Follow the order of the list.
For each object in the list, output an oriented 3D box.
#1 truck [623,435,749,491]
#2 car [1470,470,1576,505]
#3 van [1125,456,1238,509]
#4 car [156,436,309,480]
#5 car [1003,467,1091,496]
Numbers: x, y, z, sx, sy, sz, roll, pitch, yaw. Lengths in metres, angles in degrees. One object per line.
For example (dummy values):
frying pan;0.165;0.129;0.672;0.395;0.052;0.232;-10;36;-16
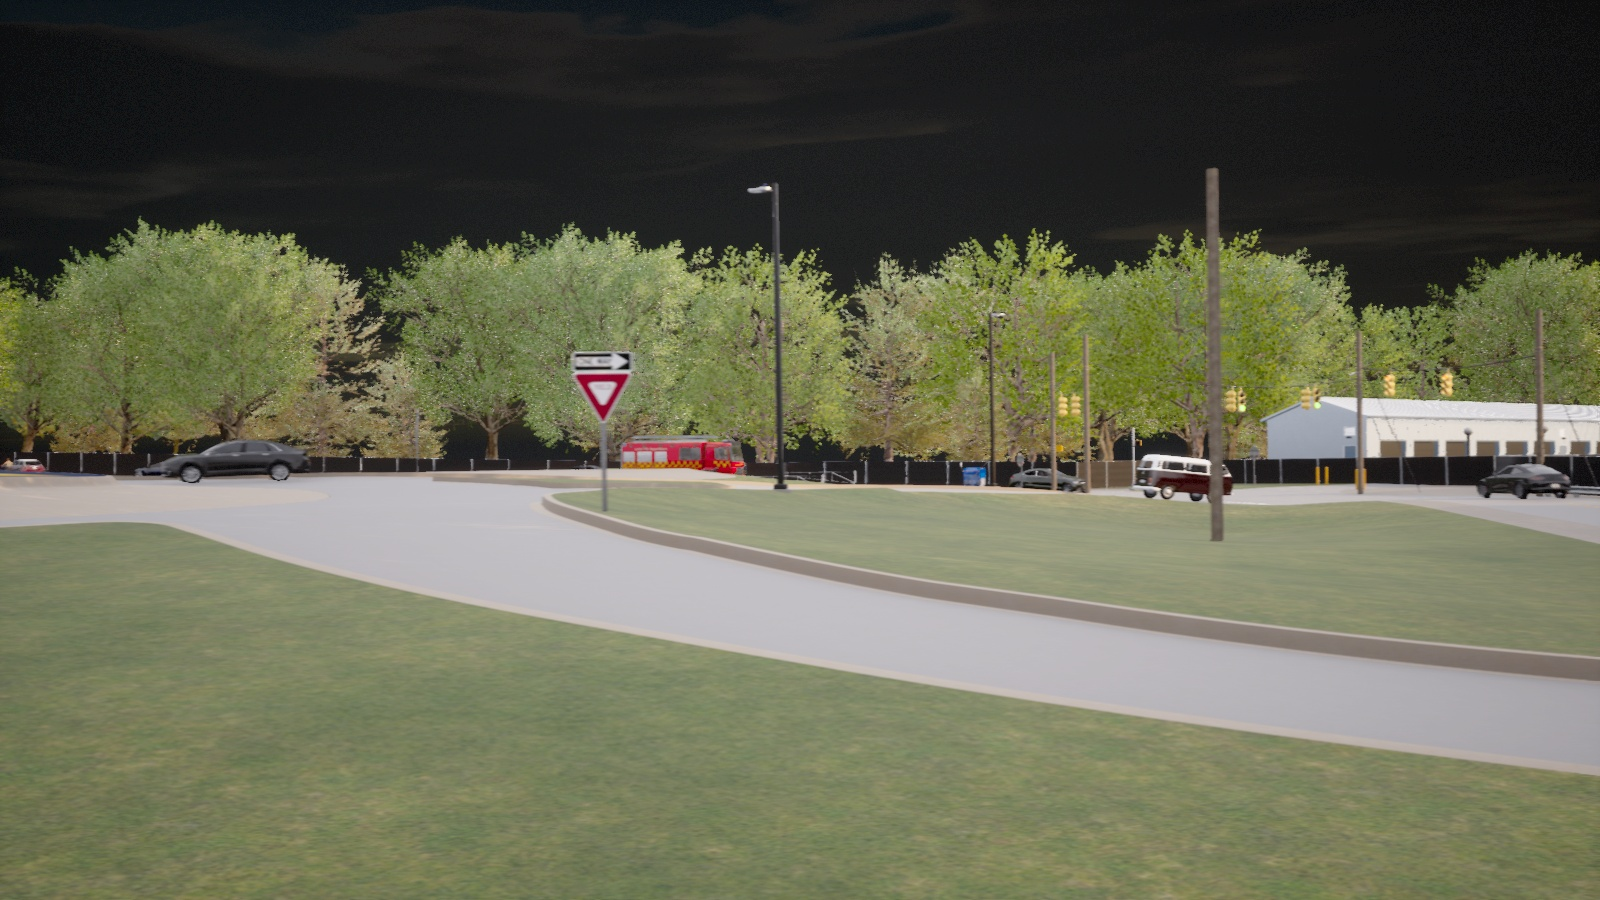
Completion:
truck;-8.116;0.868;89.421;8.468;3.827;2.891;0;1;13
car;30.515;1.572;53.152;1.812;1.442;4.674;0;-1;0
van;17.835;1.504;58.813;4.480;2.038;2.069;5;-1;-14
car;-20.272;0.255;45.045;4.892;1.490;1.837;-1;1;-23
car;15.625;1.972;79.462;5.027;1.651;2.152;1;1;37
